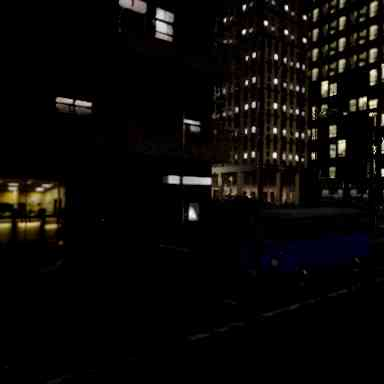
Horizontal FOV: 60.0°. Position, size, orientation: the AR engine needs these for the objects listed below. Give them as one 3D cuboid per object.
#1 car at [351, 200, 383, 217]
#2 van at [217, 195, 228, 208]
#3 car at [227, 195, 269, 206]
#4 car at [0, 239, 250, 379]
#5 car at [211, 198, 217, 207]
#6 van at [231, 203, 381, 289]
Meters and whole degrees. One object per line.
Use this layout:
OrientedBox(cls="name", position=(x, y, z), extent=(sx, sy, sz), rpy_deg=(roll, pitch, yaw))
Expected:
OrientedBox(cls="car", position=(15.439, 1.447, 30.672), extent=(1.967, 1.590, 4.097), rpy_deg=(1, -1, -35))
OrientedBox(cls="van", position=(5.694, 1.326, 44.536), extent=(1.690, 1.788, 3.998), rpy_deg=(1, -1, -35))
OrientedBox(cls="car", position=(6.218, 1.372, 33.719), extent=(1.882, 1.535, 5.008), rpy_deg=(1, 0, -35))
OrientedBox(cls="car", position=(-1.326, 1.563, 5.550), extent=(4.313, 1.339, 1.947), rpy_deg=(0, 1, -35))
OrientedBox(cls="car", position=(2.442, 1.529, 49.155), extent=(2.008, 1.369, 4.403), rpy_deg=(1, -1, -35))
OrientedBox(cls="van", position=(3.105, 1.329, 8.881), extent=(3.998, 1.788, 1.690), rpy_deg=(0, 1, -35))
